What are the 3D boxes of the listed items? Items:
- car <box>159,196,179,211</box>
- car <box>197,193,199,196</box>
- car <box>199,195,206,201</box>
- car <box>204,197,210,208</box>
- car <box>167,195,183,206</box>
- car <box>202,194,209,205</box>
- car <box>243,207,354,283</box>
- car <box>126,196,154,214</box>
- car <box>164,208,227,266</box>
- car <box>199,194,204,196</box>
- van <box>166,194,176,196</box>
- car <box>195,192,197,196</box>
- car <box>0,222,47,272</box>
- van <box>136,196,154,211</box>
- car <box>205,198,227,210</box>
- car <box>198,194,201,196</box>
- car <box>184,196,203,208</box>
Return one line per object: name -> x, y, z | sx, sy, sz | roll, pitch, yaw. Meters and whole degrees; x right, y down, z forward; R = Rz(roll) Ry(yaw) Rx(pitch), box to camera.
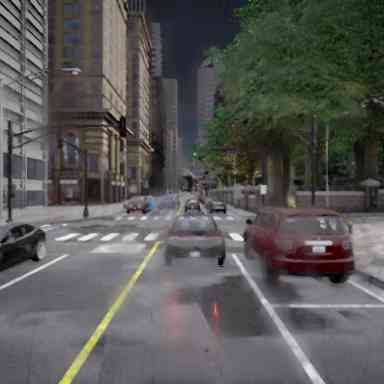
car -> -3.111, 1.597, 42.202 | 2.033, 1.411, 5.357 | 0, 0, 0
car -> 2.731, 1.364, 74.126 | 2.192, 1.841, 5.009 | 0, 0, 0
car -> 2.725, 1.569, 85.137 | 1.752, 1.417, 4.829 | 0, 0, 0
car -> 2.745, 1.630, 41.604 | 1.802, 1.307, 4.206 | 0, 0, 0
car -> -3.080, 1.618, 57.917 | 1.994, 1.385, 4.181 | 0, 0, 0
car -> 2.743, 1.490, 47.025 | 1.967, 1.590, 4.097 | 0, 0, 0
car -> 2.760, 1.333, 9.626 | 2.192, 1.841, 5.009 | 0, 0, 0
car -> -5.777, 1.361, 36.200 | 2.192, 1.841, 5.009 | 0, 0, 0
car -> 0.080, 1.513, 11.603 | 2.128, 1.511, 4.902 | 0, 0, 0
car -> 2.735, 1.597, 63.286 | 1.887, 1.381, 4.507 | 0, 0, 0
van -> -5.799, 1.386, 84.983 | 1.690, 1.788, 3.998 | 0, 0, 0
car -> 2.724, 1.355, 90.387 | 2.192, 1.841, 5.009 | 0, 0, 0
car -> -5.766, 1.585, 9.639 | 1.947, 1.339, 4.313 | 0, 0, 0
van -> -5.780, 1.391, 41.620 | 1.690, 1.788, 3.998 | 0, 0, 0
car -> 2.748, 1.610, 36.184 | 1.947, 1.339, 4.313 | 0, 0, 0
car -> 2.733, 1.617, 68.706 | 1.947, 1.339, 4.313 | 0, 0, 0
car -> 0.082, 1.573, 40.516 | 1.812, 1.442, 4.674 | 0, 0, 0
